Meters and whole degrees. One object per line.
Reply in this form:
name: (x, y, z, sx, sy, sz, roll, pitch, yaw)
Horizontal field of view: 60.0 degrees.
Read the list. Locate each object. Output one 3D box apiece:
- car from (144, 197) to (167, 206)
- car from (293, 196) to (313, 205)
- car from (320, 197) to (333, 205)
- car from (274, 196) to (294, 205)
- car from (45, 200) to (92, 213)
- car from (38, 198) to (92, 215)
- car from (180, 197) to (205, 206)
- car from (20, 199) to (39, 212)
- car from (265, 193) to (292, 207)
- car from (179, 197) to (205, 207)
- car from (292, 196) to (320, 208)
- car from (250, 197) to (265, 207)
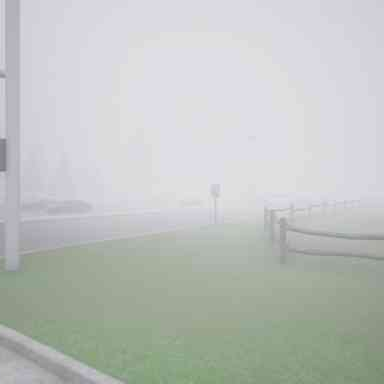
car: (-5.944, 1.564, 54.836, 1.994, 1.385, 4.181, 0, 0, 35)
car: (19.662, 1.478, 58.651, 1.882, 1.535, 5.008, 0, 0, 36)
car: (22.480, 1.547, 56.575, 2.033, 1.411, 5.357, 0, 0, 36)
car: (16.844, 1.478, 60.727, 1.882, 1.535, 5.008, 0, 0, 36)
car: (-13.847, 1.601, 37.427, 1.895, 1.301, 4.718, 0, 0, 35)
car: (-12.374, 1.504, 33.419, 1.837, 1.490, 4.892, 0, 0, 35)
car: (0.188, 1.601, 57.427, 1.895, 1.301, 4.718, 0, 0, 36)
car: (-17.347, 1.477, 38.525, 1.882, 1.535, 5.008, 0, 0, 35)
car: (13.554, 1.221, 50.132, 2.150, 2.045, 5.566, 0, 0, 38)
car: (-0.094, 1.564, 50.984, 1.994, 1.385, 4.181, 0, 0, 35)
car: (16.676, 1.564, 48.480, 1.994, 1.385, 4.181, 0, 0, 36)
car: (10.880, 1.492, 52.413, 2.128, 1.511, 4.902, 0, 0, 36)
